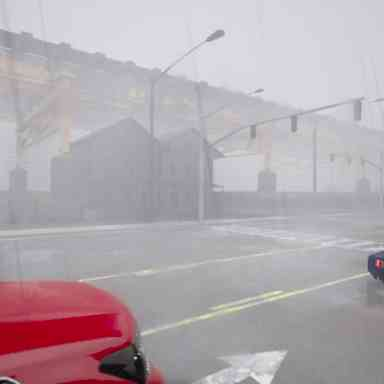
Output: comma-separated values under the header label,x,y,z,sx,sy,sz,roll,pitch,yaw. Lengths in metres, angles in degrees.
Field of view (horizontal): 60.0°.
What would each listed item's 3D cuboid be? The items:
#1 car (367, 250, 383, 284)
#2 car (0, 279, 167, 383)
label,x,y,z,sx,sy,sz,roll,pitch,yaw
car,6.477,1.684,8.365,4.718,1.301,1.895,1,0,-35
car,-2.845,1.211,1.718,5.566,2.045,2.150,0,0,-36
